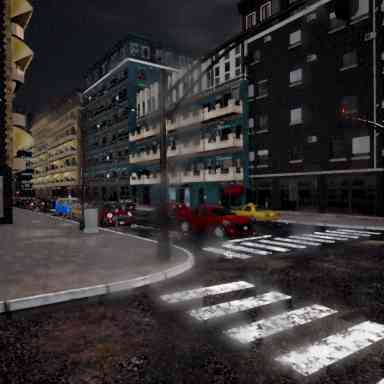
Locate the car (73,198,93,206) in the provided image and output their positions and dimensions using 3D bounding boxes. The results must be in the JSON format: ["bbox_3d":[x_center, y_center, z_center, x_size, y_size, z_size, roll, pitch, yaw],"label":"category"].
[{"bbox_3d":[-18.291,1.644,55.826,1.947,1.339,4.313,-1,1,-35],"label":"car"}]

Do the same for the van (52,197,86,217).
[{"bbox_3d":[-12.270,1.483,32.934,1.690,1.788,3.998,-1,1,-35],"label":"van"}]

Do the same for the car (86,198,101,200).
[{"bbox_3d":[-7.939,1.584,31.328,2.128,1.511,4.902,-1,0,-35],"label":"car"}]

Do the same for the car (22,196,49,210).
[{"bbox_3d":[-21.905,1.628,46.456,1.967,1.590,4.097,-1,1,-35],"label":"car"}]

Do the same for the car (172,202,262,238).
[{"bbox_3d":[1.202,1.530,18.494,1.882,1.535,5.008,-1,1,-35],"label":"car"}]

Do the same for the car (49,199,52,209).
[{"bbox_3d":[-20.117,1.715,48.571,1.994,1.385,4.181,-1,0,-35],"label":"car"}]

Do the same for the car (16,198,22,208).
[{"bbox_3d":[-25.114,1.770,50.963,1.947,1.339,4.313,-1,1,-35],"label":"car"}]

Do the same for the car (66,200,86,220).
[{"bbox_3d":[-8.957,1.652,28.291,1.752,1.417,4.829,-1,1,-35],"label":"car"}]

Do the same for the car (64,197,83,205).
[{"bbox_3d":[-21.503,1.646,60.333,2.008,1.369,4.403,-1,1,-35],"label":"car"}]

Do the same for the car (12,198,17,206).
[{"bbox_3d":[-31.538,1.783,59.977,1.887,1.381,4.507,-1,1,-35],"label":"car"}]

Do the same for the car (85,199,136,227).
[{"bbox_3d":[-5.845,1.553,23.922,1.967,1.590,4.097,-1,1,-35],"label":"car"}]

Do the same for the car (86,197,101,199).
[{"bbox_3d":[-15.081,1.502,51.318,1.967,1.590,4.097,-1,1,-35],"label":"car"}]

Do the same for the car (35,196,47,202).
[{"bbox_3d":[-37.562,1.729,82.868,1.887,1.381,4.507,-1,1,-35],"label":"car"}]

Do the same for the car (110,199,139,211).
[{"bbox_3d":[-8.655,1.582,42.305,2.008,1.369,4.403,-1,1,-35],"label":"car"}]

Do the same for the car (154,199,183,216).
[{"bbox_3d":[-2.233,1.441,33.291,1.967,1.590,4.097,-1,1,-35],"label":"car"}]

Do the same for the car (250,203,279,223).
[{"bbox_3d":[4.093,1.498,24.417,1.752,1.417,4.829,-1,1,-35],"label":"car"}]
